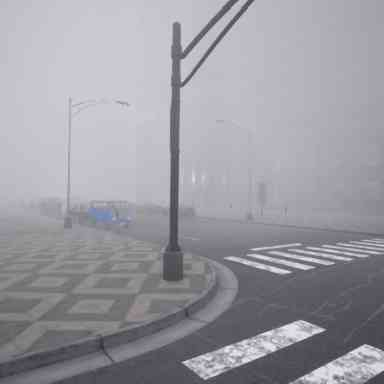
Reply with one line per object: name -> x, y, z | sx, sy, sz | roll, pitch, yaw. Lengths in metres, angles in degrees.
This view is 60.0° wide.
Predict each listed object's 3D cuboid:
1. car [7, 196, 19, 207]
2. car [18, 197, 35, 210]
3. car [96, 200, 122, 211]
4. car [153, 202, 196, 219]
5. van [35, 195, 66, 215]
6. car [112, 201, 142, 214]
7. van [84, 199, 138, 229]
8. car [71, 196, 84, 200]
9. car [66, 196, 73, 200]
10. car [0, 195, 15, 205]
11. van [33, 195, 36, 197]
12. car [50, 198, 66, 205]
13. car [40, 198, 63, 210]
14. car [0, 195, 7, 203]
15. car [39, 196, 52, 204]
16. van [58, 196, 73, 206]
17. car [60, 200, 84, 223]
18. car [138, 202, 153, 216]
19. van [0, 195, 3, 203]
car -> -27.574, 1.692, 52.828 | 2.008, 1.369, 4.403 | 1, -1, -35
car -> -21.199, 1.681, 43.802 | 1.802, 1.307, 4.206 | 1, -1, -35
car -> -11.118, 1.754, 44.348 | 1.752, 1.417, 4.829 | 1, -1, -35
car -> -1.451, 1.710, 30.674 | 1.887, 1.381, 4.507 | 1, -1, -35
van -> -14.821, 1.397, 34.780 | 1.690, 1.788, 3.998 | 1, -1, -35
car -> -7.831, 1.752, 39.698 | 1.887, 1.381, 4.507 | 1, -1, -35
van -> -5.257, 1.335, 21.243 | 1.690, 1.788, 3.998 | 1, -1, -35
car -> -17.400, 1.815, 53.232 | 1.887, 1.381, 4.507 | 1, -1, -35
car -> -20.588, 1.607, 57.747 | 2.192, 1.841, 5.009 | 1, -1, -35
car -> -37.040, 1.731, 66.226 | 1.752, 1.417, 4.829 | 1, -1, -35
van -> -36.537, 1.741, 80.304 | 1.690, 1.788, 3.998 | 1, -1, -35
car -> -26.970, 1.886, 66.767 | 2.008, 1.369, 4.403 | 1, -1, -35
car -> -19.709, 1.658, 46.504 | 1.837, 1.490, 4.892 | 1, -1, -35
car -> -43.511, 1.564, 75.392 | 2.192, 1.841, 5.009 | 1, -1, -35
car -> -33.349, 1.818, 75.792 | 1.967, 1.590, 4.097 | 1, -1, -35
van -> -23.778, 1.655, 62.258 | 1.690, 1.788, 3.998 | 1, -1, -35
car -> -8.447, 1.559, 25.753 | 1.887, 1.381, 4.507 | 1, -1, -35
car -> -4.641, 1.730, 35.186 | 1.887, 1.381, 4.507 | 1, -1, -35
van -> -46.700, 1.612, 79.904 | 1.690, 1.788, 3.998 | 1, -1, -35
